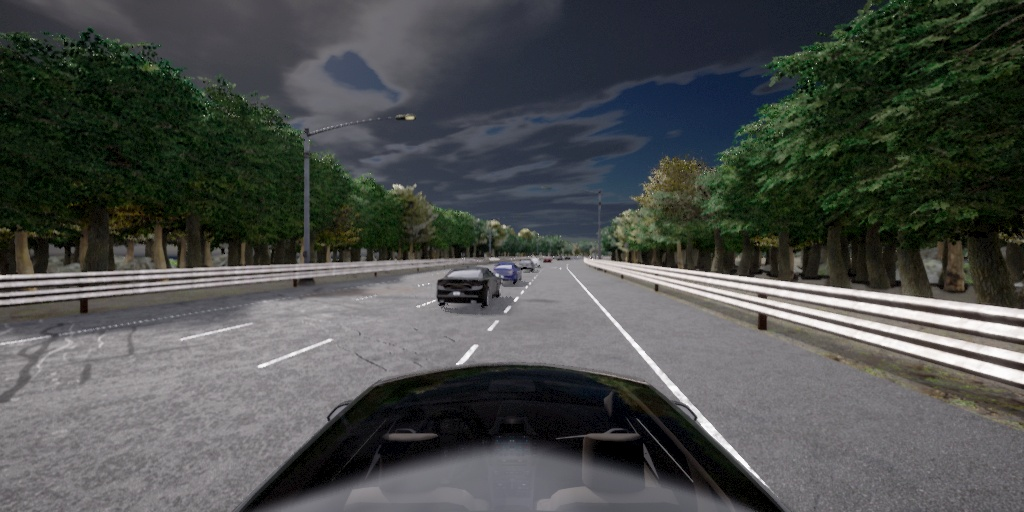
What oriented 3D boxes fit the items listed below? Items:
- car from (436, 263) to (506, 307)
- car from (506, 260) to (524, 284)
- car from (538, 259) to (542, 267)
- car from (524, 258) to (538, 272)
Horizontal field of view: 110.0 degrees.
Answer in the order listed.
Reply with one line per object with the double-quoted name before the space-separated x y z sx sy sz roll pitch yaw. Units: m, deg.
"car" -1.672 1.185 15.265 1.882 1.535 5.008 0 0 7
"car" -0.403 1.210 25.858 1.812 1.442 4.674 0 0 7
"car" 3.772 1.115 59.203 1.812 1.442 4.674 0 0 8
"car" 1.791 1.171 44.109 2.033 1.411 5.357 0 0 7
